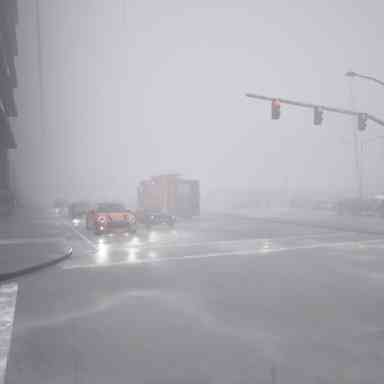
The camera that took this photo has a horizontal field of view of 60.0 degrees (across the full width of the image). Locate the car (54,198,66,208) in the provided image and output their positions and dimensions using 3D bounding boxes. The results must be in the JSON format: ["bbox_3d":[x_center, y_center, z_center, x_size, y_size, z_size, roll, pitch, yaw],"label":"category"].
[{"bbox_3d":[-19.219,1.611,49.009,1.812,1.442,4.674,1,-1,-25],"label":"car"}]

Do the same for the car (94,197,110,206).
[{"bbox_3d":[-15.640,1.668,57.694,1.837,1.490,4.892,1,0,-26],"label":"car"}]

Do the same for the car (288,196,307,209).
[{"bbox_3d":[16.491,1.583,49.412,4.605,1.855,1.932,1,0,-26],"label":"car"}]

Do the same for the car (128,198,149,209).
[{"bbox_3d":[-8.133,1.708,50.362,1.812,1.442,4.674,1,0,-25],"label":"car"}]

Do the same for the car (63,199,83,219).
[{"bbox_3d":[-10.057,1.596,29.946,2.033,1.411,5.357,1,0,-26],"label":"car"}]

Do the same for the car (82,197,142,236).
[{"bbox_3d":[-4.646,1.381,18.800,2.097,1.767,4.553,1,0,-26],"label":"car"}]

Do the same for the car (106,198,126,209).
[{"bbox_3d":[-11.213,1.625,48.687,1.882,1.535,5.008,1,0,-25],"label":"car"}]

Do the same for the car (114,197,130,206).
[{"bbox_3d":[-12.492,1.723,59.222,1.812,1.442,4.674,1,0,-26],"label":"car"}]

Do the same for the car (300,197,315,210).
[{"bbox_3d":[17.690,1.789,47.010,3.905,1.438,1.784,1,0,-26],"label":"car"}]

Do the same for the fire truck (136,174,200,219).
[{"bbox_3d":[-2.429,0.458,30.555,2.891,3.827,8.468,1,0,-26],"label":"fire truck"}]

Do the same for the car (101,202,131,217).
[{"bbox_3d":[-7.672,1.687,33.049,1.895,1.301,4.718,1,0,-26],"label":"car"}]

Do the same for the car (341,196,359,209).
[{"bbox_3d":[27.694,1.738,60.906,4.605,1.855,1.932,1,0,-26],"label":"car"}]

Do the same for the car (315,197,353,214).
[{"bbox_3d":[18.935,1.816,44.397,3.806,1.475,1.970,1,0,-26],"label":"car"}]

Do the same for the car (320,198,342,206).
[{"bbox_3d":[26.503,1.955,63.547,3.905,1.438,1.784,1,0,-26],"label":"car"}]

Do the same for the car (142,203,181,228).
[{"bbox_3d":[-2.762,1.669,22.936,1.895,1.301,4.718,1,0,-26],"label":"car"}]
